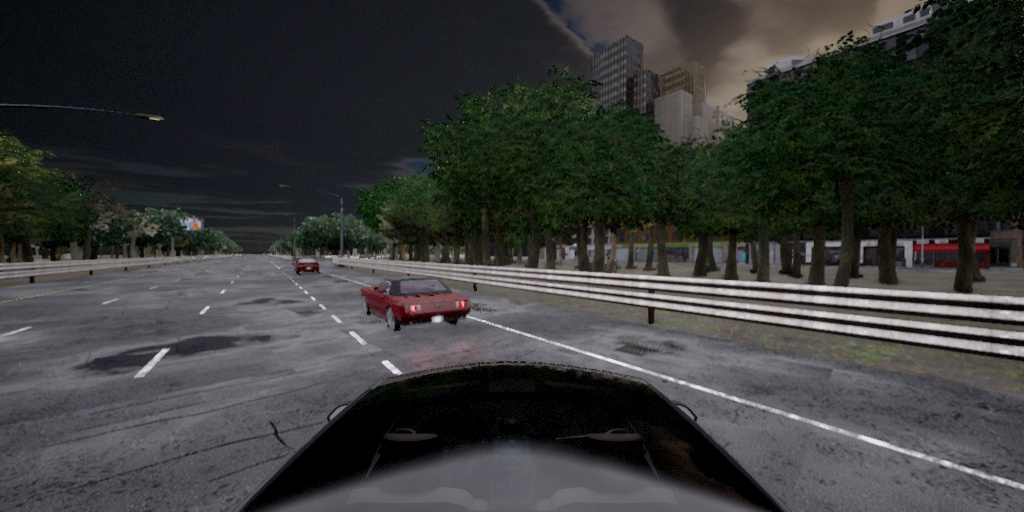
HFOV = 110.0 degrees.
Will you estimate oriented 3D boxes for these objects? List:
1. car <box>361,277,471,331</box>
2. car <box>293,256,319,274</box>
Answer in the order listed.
[{"bbox_3d":[-3.141,1.278,10.815,1.895,1.301,4.718,0,1,-35],"label":"car"},{"bbox_3d":[-20.285,0.948,35.342,1.882,1.535,5.008,0,1,-35],"label":"car"}]
